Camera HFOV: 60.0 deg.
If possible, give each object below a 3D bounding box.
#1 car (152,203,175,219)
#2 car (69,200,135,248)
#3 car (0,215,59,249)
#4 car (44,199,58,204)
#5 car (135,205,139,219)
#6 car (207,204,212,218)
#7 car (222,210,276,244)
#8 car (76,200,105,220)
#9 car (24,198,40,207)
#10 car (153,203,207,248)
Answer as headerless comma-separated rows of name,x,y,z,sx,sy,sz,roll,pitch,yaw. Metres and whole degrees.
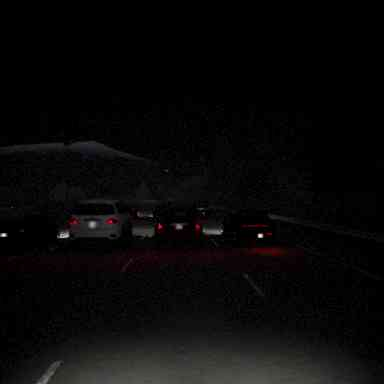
car,-2.902,1.879,33.623,1.994,1.385,4.181,0,-1,-9
car,-4.171,1.377,15.859,2.150,2.045,5.566,0,-1,-5
car,-7.666,1.723,15.324,1.994,1.385,4.181,0,-1,-5
car,-27.483,2.183,64.910,2.128,1.511,4.902,0,-1,-13
car,-6.304,1.807,32.778,2.128,1.511,4.902,0,-1,-9
car,0.704,1.795,33.250,2.128,1.511,4.902,0,-1,-9
car,2.751,1.653,16.774,1.837,1.490,4.892,0,0,-5
car,-9.771,1.671,32.267,2.097,1.767,4.553,0,-1,-9
car,-30.907,2.014,64.183,2.097,1.767,4.553,0,-1,-13
car,-0.700,1.500,15.901,2.097,1.767,4.553,0,-1,-5
